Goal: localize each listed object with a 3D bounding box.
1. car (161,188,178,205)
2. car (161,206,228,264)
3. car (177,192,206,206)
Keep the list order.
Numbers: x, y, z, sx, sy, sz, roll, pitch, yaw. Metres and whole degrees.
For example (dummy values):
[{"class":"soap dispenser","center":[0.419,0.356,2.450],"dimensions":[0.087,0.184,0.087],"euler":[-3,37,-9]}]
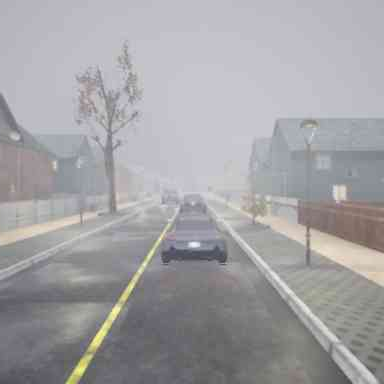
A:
[{"class":"car","center":[-2.835,0.558,43.888],"dimensions":[2.150,2.045,5.566],"euler":[0,1,0]},{"class":"car","center":[0.077,1.386,11.147],"dimensions":[1.994,1.385,4.181],"euler":[0,1,0]},{"class":"car","center":[0.086,0.918,28.274],"dimensions":[2.097,1.767,4.553],"euler":[0,1,0]}]
